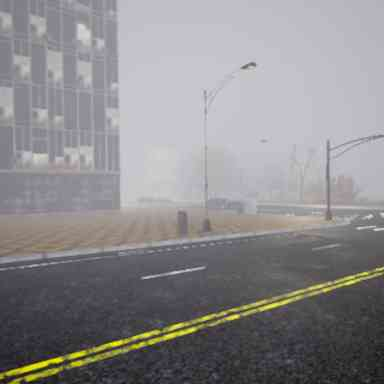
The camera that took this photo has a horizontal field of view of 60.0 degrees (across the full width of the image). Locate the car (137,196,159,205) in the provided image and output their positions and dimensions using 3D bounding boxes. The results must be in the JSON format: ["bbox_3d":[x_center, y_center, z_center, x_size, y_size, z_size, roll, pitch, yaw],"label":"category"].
[{"bbox_3d":[-8.617,1.528,62.601,1.882,1.535,5.008,-1,0,-33],"label":"car"}]

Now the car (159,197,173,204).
[{"bbox_3d":[-5.555,1.594,63.859,1.895,1.301,4.718,-1,1,-33],"label":"car"}]

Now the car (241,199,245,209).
[{"bbox_3d":[6.461,1.580,45.197,1.895,1.301,4.718,-1,1,-33],"label":"car"}]

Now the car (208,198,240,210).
[{"bbox_3d":[3.751,1.541,43.400,1.837,1.490,4.892,-1,1,-33],"label":"car"}]
